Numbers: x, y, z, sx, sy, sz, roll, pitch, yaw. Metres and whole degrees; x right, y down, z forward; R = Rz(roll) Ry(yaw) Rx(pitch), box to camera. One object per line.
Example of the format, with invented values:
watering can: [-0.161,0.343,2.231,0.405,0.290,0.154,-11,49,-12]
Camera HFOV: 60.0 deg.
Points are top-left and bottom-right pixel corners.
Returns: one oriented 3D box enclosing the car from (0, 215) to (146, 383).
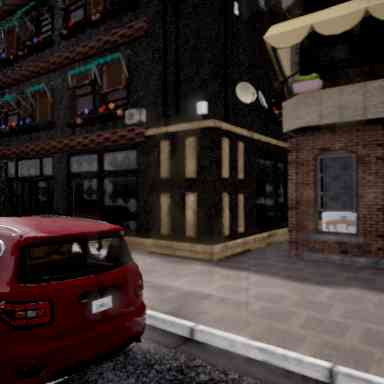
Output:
car: [-2.911,1.270,4.967,5.009,1.841,2.192,1,0,36]
